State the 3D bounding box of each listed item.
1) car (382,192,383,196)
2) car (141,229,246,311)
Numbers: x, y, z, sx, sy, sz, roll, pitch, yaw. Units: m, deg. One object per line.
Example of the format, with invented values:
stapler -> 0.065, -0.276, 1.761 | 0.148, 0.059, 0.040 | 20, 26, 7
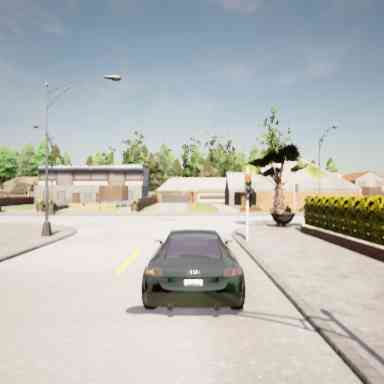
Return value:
car -> 37.860, 0.916, 65.036 | 1.905, 1.878, 3.866 | 0, 0, 0
car -> 0.040, 1.557, 7.821 | 1.994, 1.385, 4.181 | 0, 0, 0
